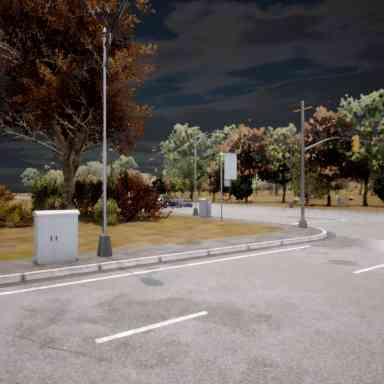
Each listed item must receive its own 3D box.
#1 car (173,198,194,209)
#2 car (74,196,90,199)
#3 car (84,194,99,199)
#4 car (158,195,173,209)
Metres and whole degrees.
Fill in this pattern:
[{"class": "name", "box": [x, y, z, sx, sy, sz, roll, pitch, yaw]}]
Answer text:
[{"class": "car", "box": [-1.561, 1.530, 45.869, 1.994, 1.385, 4.181, 0, 0, -33]}, {"class": "car", "box": [-28.792, 1.202, 85.190, 4.181, 1.385, 1.994, 1, 0, 41]}, {"class": "car", "box": [-26.540, 1.206, 87.879, 4.181, 1.385, 1.994, 1, 0, 41]}, {"class": "car", "box": [-5.248, 1.182, 45.123, 2.150, 2.045, 5.566, 0, 0, -33]}]
